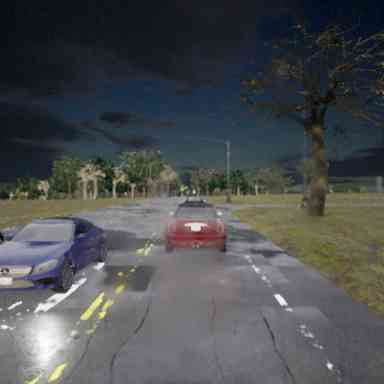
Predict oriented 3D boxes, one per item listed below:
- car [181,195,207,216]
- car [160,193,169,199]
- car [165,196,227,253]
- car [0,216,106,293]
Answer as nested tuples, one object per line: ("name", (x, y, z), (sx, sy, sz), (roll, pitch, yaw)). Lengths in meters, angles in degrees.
("car", (0.202, 1.090, 29.326), (2.128, 1.511, 4.902), (0, 2, 0))
("car", (-6.594, 0.953, 79.838), (2.128, 1.511, 4.902), (0, 0, 0))
("car", (0.138, 1.182, 12.965), (2.097, 1.767, 4.553), (0, 1, 0))
("car", (-3.563, 1.411, 8.667), (1.812, 1.442, 4.674), (0, 1, 0))
